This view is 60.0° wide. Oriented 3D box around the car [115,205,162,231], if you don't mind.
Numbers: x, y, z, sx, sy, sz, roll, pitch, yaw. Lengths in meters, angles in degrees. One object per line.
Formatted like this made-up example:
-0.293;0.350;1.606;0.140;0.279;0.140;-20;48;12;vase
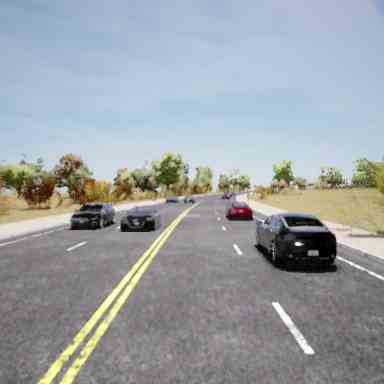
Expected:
-3.006;1.521;20.244;1.994;1.385;4.181;0;0;2;car

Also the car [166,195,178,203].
-3.688;1.344;62.449;2.033;1.411;5.357;0;0;6;car

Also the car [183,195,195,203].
-0.483;1.289;61.865;2.128;1.511;4.902;0;0;5;car

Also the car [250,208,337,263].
3.490;1.483;11.872;1.837;1.490;4.892;0;0;1;car

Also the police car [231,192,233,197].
9.750;1.093;94.462;2.038;1.542;4.974;0;0;8;police car

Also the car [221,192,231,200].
8.354;1.189;83.626;1.812;1.442;4.674;0;0;7;car

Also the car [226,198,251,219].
3.990;1.496;28.420;1.994;1.385;4.181;0;0;2;car

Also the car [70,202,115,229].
-6.222;1.458;21.407;1.837;1.490;4.892;0;0;2;car
